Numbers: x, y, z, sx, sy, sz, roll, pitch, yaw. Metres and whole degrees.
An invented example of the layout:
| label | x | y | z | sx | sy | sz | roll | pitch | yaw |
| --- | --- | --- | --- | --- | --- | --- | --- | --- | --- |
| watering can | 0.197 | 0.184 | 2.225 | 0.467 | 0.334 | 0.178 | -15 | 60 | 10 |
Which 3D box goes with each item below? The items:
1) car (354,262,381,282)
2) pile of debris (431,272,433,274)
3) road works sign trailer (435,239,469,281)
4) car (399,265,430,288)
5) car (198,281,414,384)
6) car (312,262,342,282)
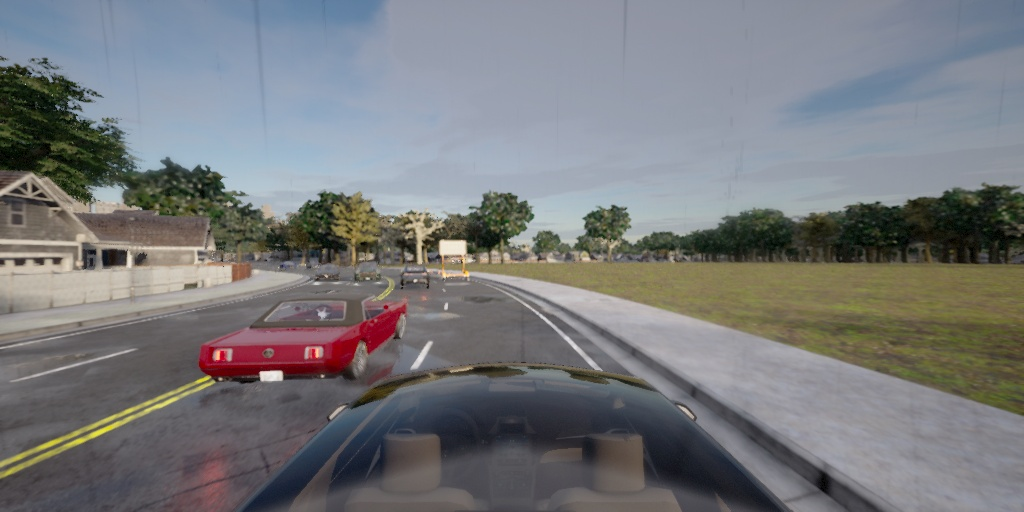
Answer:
| label | x | y | z | sx | sy | sz | roll | pitch | yaw |
| --- | --- | --- | --- | --- | --- | --- | --- | --- | --- |
| car | -12.593 | 1.292 | 31.336 | 2.097 | 1.767 | 4.553 | -1 | 0 | -22 |
| pile of debris | -7.972 | 2.065 | 37.882 | 1.860 | 0.140 | 1.500 | 0 | 0 | -23 |
| road works sign trailer | -5.200 | 0.322 | 31.460 | 2.380 | 3.560 | 2.880 | 0 | 0 | -24 |
| car | -6.681 | 1.352 | 24.677 | 2.128 | 1.511 | 4.902 | 0 | 0 | -16 |
| car | -3.484 | 1.391 | 7.198 | 1.895 | 1.301 | 4.718 | 0 | 0 | -4 |
| car | -16.441 | 1.492 | 32.206 | 1.837 | 1.490 | 4.892 | 0 | 0 | -24 |
